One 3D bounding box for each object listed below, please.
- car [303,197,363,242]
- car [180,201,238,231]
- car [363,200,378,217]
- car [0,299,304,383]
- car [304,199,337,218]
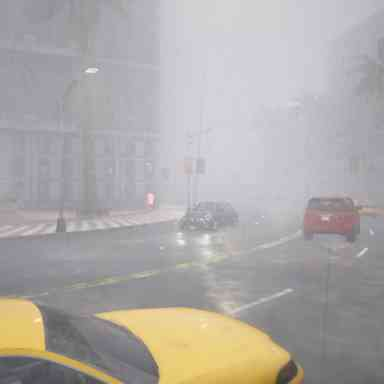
[{"bbox_3d":[7.137,1.248,16.792,2.150,2.045,5.566,0,0,30],"label":"car"},{"bbox_3d":[1.125,1.388,20.380,2.097,1.767,4.553,0,0,30],"label":"car"},{"bbox_3d":[15.523,1.467,30.994,1.882,1.535,5.008,0,0,9],"label":"car"},{"bbox_3d":[-1.453,1.453,2.240,5.366,1.575,1.801,0,0,-35],"label":"car"},{"bbox_3d":[12.062,1.465,31.520,1.882,1.535,5.008,0,0,9],"label":"car"}]
